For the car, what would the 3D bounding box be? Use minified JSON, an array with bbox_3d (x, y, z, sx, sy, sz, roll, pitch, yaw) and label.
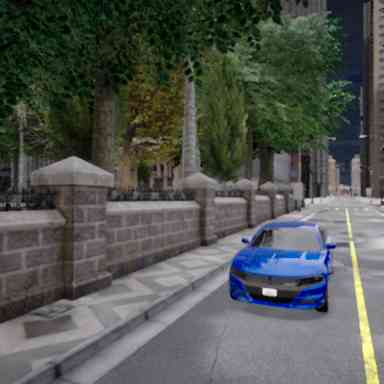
[{"bbox_3d":[2.391,1.480,8.092,1.882,1.535,5.008,0,0,24],"label":"car"}]
